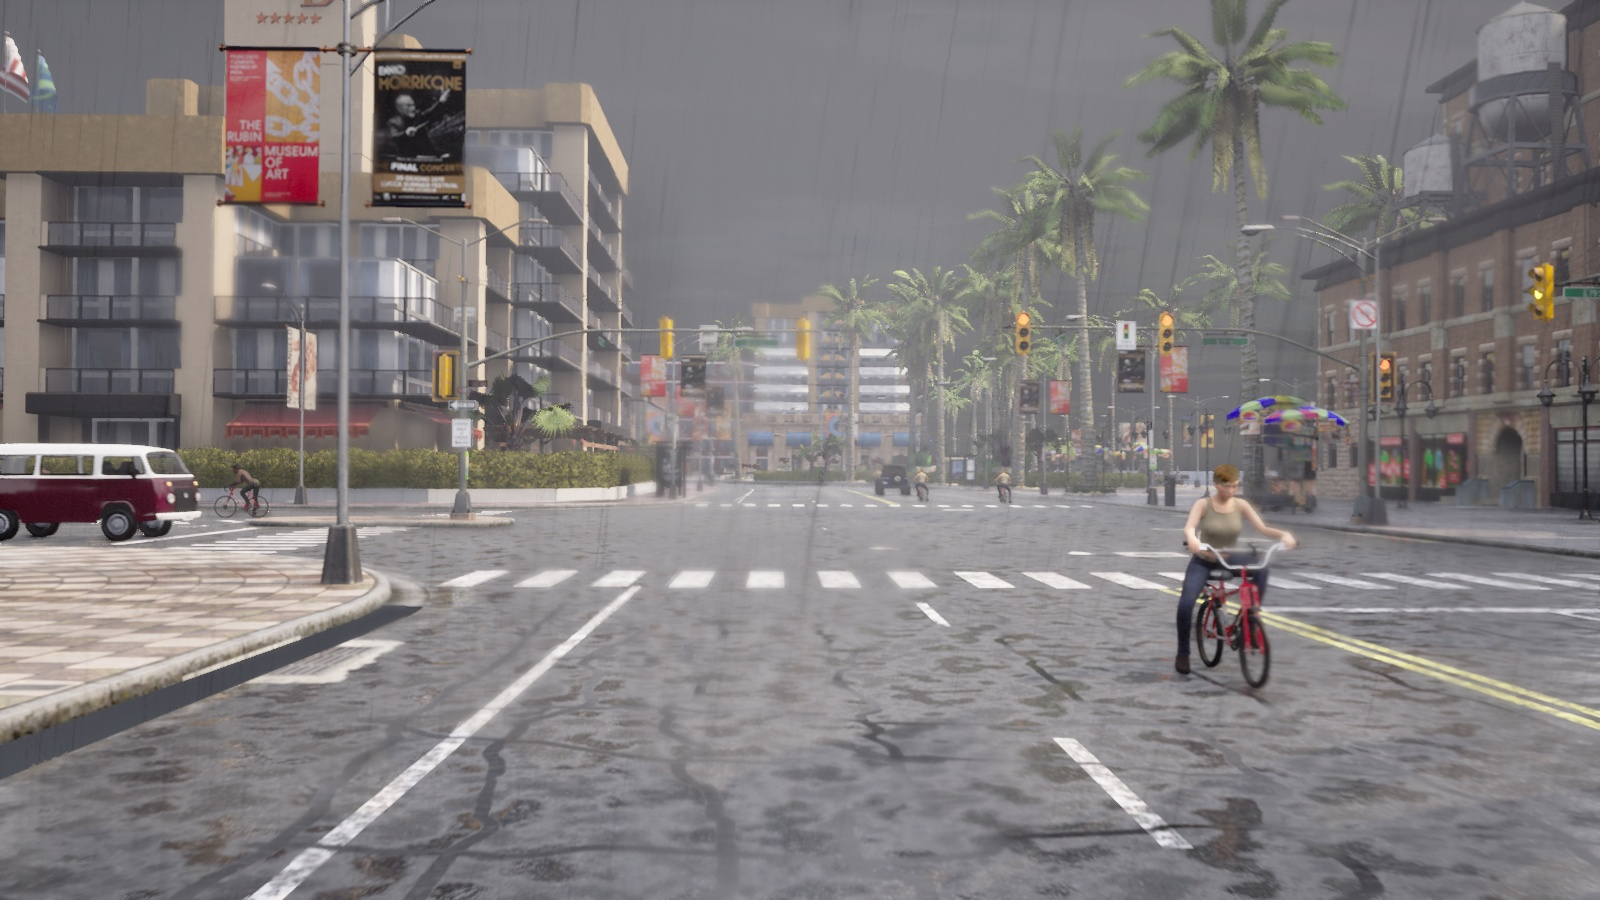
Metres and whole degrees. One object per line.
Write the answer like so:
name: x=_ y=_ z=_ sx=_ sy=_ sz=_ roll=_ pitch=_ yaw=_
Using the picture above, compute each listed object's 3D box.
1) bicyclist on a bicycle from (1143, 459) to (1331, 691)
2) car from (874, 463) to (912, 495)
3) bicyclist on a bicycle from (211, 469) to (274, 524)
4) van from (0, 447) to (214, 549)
bicyclist on a bicycle: x=3.252 y=0.882 z=9.508 sx=0.866 sy=1.612 sz=1.509 roll=0 pitch=-1 yaw=-1
car: x=5.642 y=1.743 z=76.664 sx=1.905 sy=1.878 sz=3.866 roll=0 pitch=-1 yaw=-1
bicyclist on a bicycle: x=-16.976 y=1.408 z=38.236 sx=1.656 sy=1.620 sz=0.582 roll=0 pitch=-1 yaw=-1
van: x=-15.227 y=1.003 z=26.788 sx=4.480 sy=2.038 sz=2.069 roll=-1 pitch=-1 yaw=-1
